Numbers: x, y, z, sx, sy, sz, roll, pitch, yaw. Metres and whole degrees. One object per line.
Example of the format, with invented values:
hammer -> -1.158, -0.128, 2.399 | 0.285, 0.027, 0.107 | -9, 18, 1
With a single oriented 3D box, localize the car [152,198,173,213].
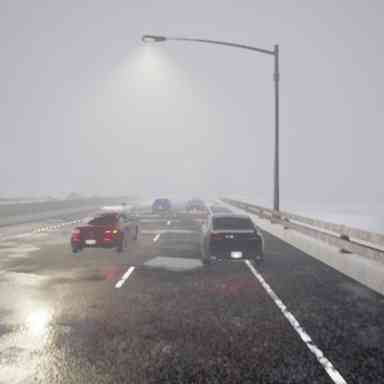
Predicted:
car -> -3.099, 1.405, 35.689 | 1.882, 1.535, 5.008 | 0, 0, 1

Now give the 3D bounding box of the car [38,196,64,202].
car -> -23.793, 1.406, 55.448 | 2.128, 1.511, 4.902 | 0, 0, 2

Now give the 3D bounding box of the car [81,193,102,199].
car -> -16.739, 1.264, 57.138 | 2.097, 1.767, 4.553 | 0, 0, 2

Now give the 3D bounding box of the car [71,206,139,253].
car -> -3.371, 1.494, 13.422 | 1.812, 1.442, 4.674 | 0, 0, 0

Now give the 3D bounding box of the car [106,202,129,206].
car -> -6.699, 1.539, 30.155 | 1.895, 1.301, 4.718 | 0, 0, 1

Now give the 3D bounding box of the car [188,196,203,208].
car -> 0.580, 1.403, 47.852 | 2.128, 1.511, 4.902 | 0, 0, 2

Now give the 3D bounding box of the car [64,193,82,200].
car -> -20.225, 1.134, 57.374 | 2.150, 2.045, 5.566 | 0, 0, 2

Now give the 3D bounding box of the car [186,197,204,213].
car -> 0.374, 1.527, 36.479 | 1.895, 1.301, 4.718 | 0, 0, 2

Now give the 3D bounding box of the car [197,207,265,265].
car -> 1.238, 1.479, 11.589 | 1.837, 1.490, 4.892 | 0, 0, 0
